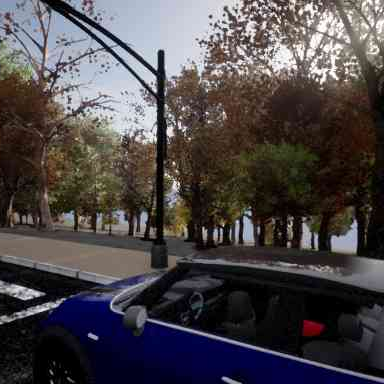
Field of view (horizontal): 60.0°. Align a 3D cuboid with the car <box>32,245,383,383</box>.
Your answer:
[{"bbox_3d":[0.432,1.352,3.349,4.553,1.767,2.097,0,0,34],"label":"car"}]
